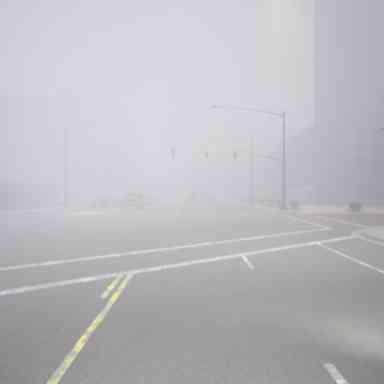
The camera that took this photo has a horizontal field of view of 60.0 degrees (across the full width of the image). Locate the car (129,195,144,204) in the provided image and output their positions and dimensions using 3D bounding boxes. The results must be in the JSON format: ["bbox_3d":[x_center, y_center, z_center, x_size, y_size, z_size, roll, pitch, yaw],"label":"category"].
[{"bbox_3d":[-10.546,1.386,63.279,1.882,1.535,5.008,0,0,1],"label":"car"}]

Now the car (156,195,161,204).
[{"bbox_3d":[-7.053,1.388,63.656,1.882,1.535,5.008,0,0,0],"label":"car"}]

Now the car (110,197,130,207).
[{"bbox_3d":[-10.587,1.432,48.983,1.895,1.301,4.718,0,0,0],"label":"car"}]

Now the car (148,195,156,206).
[{"bbox_3d":[-7.083,1.187,49.723,2.097,1.767,4.553,0,0,-1],"label":"car"}]

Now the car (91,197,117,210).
[{"bbox_3d":[-10.588,1.296,39.710,2.128,1.511,4.902,0,0,0],"label":"car"}]

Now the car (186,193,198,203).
[{"bbox_3d":[-0.034,1.156,68.203,2.150,2.045,5.566,0,0,0],"label":"car"}]

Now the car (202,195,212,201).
[{"bbox_3d":[3.461,1.461,78.592,2.033,1.411,5.357,0,0,0],"label":"car"}]

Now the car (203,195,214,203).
[{"bbox_3d":[3.466,1.462,68.590,1.812,1.442,4.674,0,0,0],"label":"car"}]

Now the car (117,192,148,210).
[{"bbox_3d":[-7.090,1.029,40.082,2.150,2.045,5.566,0,0,0],"label":"car"}]
